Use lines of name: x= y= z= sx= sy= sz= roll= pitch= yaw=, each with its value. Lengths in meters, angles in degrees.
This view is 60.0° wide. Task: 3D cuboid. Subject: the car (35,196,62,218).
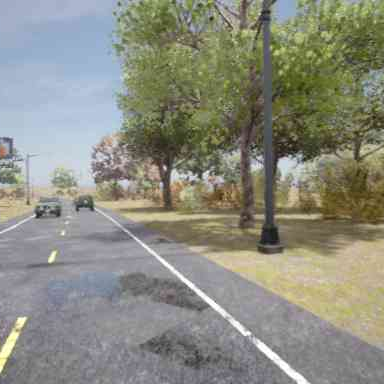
car: x=-14.248 y=1.432 z=33.251 sx=2.150 sy=2.045 sz=5.566 roll=-1 pitch=0 yaw=-19

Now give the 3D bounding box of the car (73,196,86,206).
car: x=-21.280 y=1.619 z=62.598 sx=2.097 sy=1.767 sz=4.553 roll=-1 pitch=0 yaw=-21

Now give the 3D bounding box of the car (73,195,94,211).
car: x=-14.061 y=1.407 z=43.615 sx=2.150 sy=2.045 sz=5.566 roll=-1 pitch=0 yaw=-20
